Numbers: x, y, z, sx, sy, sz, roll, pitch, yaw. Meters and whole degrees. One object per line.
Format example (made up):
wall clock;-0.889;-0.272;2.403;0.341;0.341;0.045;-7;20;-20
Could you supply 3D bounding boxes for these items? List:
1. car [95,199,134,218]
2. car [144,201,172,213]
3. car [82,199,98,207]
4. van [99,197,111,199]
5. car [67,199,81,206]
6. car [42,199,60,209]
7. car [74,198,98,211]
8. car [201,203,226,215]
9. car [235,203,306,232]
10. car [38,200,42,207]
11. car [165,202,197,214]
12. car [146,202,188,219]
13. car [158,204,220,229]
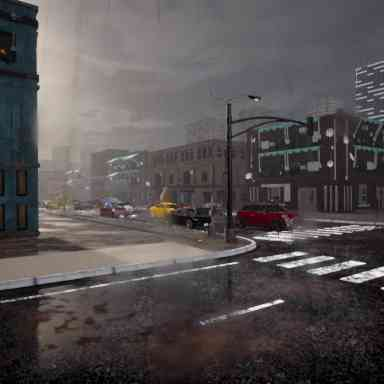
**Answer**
car;-8.258;1.846;35.203;1.967;1.590;4.097;-1;0;-35
car;-4.615;1.966;44.565;1.802;1.307;4.206;-1;0;-35
car;-20.613;2.228;67.150;1.887;1.381;4.507;-1;0;-35
van;-14.219;1.907;58.116;1.690;1.788;3.998;-1;0;-35
car;-27.011;2.364;76.184;1.947;1.339;4.313;-1;0;-35
car;-24.153;2.233;57.649;1.752;1.417;4.829;-1;0;-35
car;-17.186;2.140;52.472;2.033;1.411;5.357;-1;0;-35
car;1.782;1.810;35.532;2.008;1.369;4.403;-2;0;-35
car;4.940;1.512;21.324;2.097;1.767;4.553;-1;0;-37
car;-30.650;2.376;66.822;2.008;1.369;4.403;-1;0;-35
car;-1.417;1.904;40.049;1.802;1.307;4.206;-2;0;-35
car;-2.131;1.779;31.055;1.882;1.535;5.008;-1;-1;-35
car;-0.333;1.815;23.809;1.947;1.339;4.313;-1;0;-35
